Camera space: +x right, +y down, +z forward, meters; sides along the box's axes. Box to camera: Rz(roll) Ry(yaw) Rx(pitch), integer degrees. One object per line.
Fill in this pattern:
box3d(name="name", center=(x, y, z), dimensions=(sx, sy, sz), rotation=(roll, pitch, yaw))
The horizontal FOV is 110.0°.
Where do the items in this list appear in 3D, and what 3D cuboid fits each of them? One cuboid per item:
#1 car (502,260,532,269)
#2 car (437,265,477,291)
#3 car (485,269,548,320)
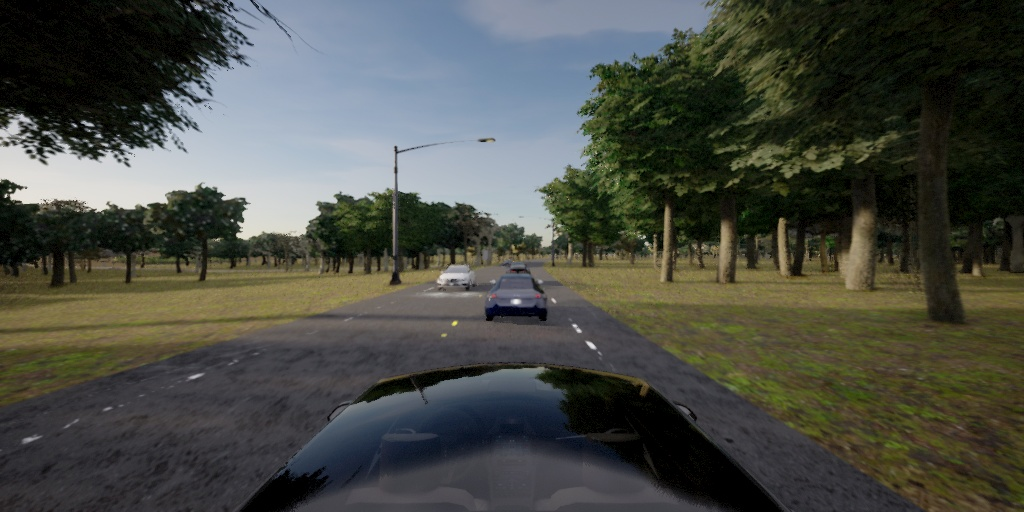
box3d(name="car", center=(0.490, 1.268, 27.819), dimensions=(1.837, 1.490, 4.892), rotation=(0, 0, 2))
box3d(name="car", center=(-3.292, 1.281, 22.186), dimensions=(1.812, 1.442, 4.674), rotation=(0, 0, 2))
box3d(name="car", center=(0.161, 1.319, 12.588), dimensions=(1.994, 1.385, 4.181), rotation=(0, 0, 1))
